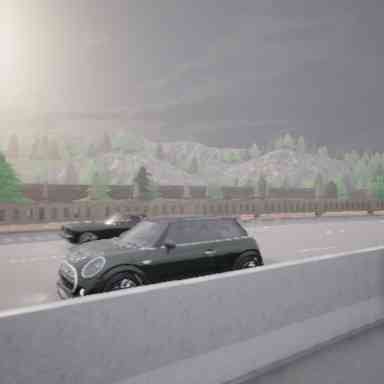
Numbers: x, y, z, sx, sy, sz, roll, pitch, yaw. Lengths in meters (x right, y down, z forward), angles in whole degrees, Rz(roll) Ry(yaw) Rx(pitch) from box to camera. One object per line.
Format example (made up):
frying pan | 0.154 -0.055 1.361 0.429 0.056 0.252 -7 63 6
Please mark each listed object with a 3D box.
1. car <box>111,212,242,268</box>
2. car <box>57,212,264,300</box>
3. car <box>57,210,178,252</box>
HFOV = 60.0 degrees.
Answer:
car | -0.489 1.531 11.738 4.181 1.385 1.994 0 0 -31
car | -0.578 1.330 7.573 4.553 1.767 2.097 0 0 -32
car | -3.132 1.556 14.278 4.718 1.301 1.895 0 0 -32
